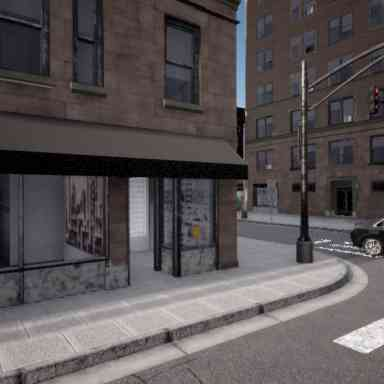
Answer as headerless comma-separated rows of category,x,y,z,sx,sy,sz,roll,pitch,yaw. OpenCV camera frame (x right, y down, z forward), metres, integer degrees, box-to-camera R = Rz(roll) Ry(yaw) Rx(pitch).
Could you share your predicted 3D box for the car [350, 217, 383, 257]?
car,7.779,1.510,10.871,1.837,1.490,4.892,0,-1,-36
